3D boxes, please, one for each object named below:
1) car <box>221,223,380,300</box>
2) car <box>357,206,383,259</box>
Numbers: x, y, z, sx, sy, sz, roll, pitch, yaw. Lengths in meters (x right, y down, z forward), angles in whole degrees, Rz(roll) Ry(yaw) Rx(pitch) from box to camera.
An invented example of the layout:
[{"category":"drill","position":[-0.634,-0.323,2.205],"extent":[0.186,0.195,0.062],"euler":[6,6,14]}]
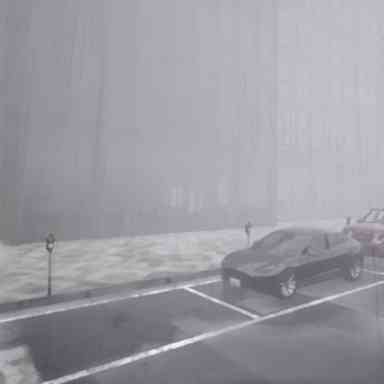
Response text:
[{"category":"car","position":[2.731,1.632,8.587],"extent":[4.313,1.339,1.947],"euler":[1,0,-35]},{"category":"car","position":[7.324,1.435,11.857],"extent":[5.009,1.841,2.192],"euler":[1,0,-35]}]
